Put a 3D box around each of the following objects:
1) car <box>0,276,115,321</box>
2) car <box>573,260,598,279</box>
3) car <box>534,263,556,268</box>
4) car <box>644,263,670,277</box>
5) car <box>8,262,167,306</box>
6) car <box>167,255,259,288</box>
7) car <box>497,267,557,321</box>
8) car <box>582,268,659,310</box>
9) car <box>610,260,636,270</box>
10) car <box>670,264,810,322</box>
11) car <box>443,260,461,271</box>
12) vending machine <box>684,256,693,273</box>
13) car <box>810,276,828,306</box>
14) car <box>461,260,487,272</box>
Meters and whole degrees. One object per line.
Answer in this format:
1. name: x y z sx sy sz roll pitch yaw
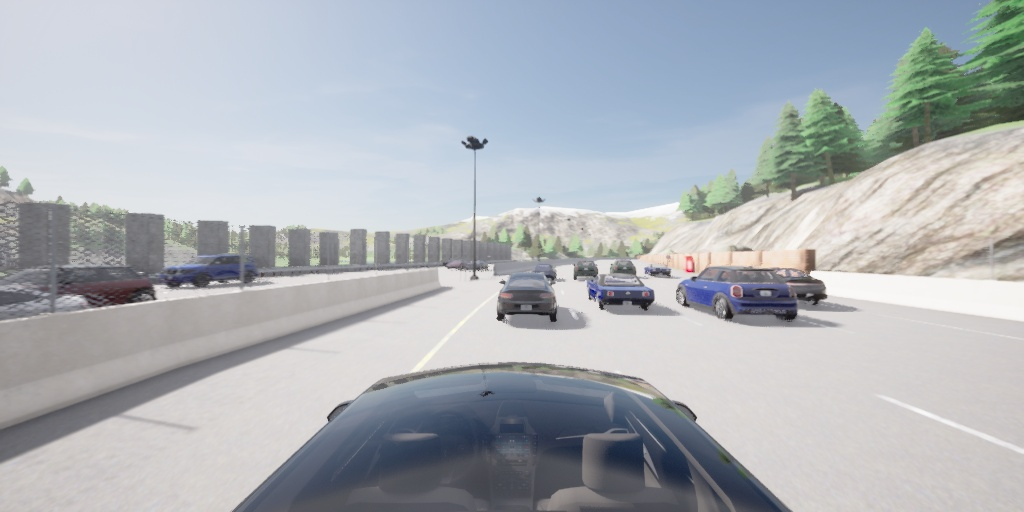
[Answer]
1. car: -10.473 1.251 6.207 1.812 1.442 4.674 0 0 2
2. car: 6.583 1.120 32.116 2.097 1.767 4.553 0 0 10
3. car: 2.790 1.323 30.836 1.994 1.385 4.181 0 0 10
4. car: 14.454 1.387 35.888 1.895 1.301 4.718 0 0 12
5. car: -13.766 1.070 10.764 2.097 1.767 4.553 0 0 3
6. car: -19.680 0.926 23.719 2.150 2.045 5.566 0 0 7
7. car: 0.534 1.278 12.339 1.812 1.442 4.674 0 0 3
8. car: 4.226 1.362 14.771 1.895 1.301 4.718 0 0 5
9. car: 10.604 1.129 34.456 2.097 1.767 4.553 0 0 11
10. car: 7.596 1.121 12.662 2.097 1.767 4.553 0 0 4
11. car: -7.470 1.261 50.027 1.812 1.442 4.674 0 0 15
12. vending machine: 21.266 0.999 43.241 1.100 2.100 0.880 0 0 16
13. car: 11.359 1.269 15.867 2.128 1.511 4.902 0 0 5
14. car: -4.662 1.268 46.990 1.812 1.442 4.674 0 0 15
